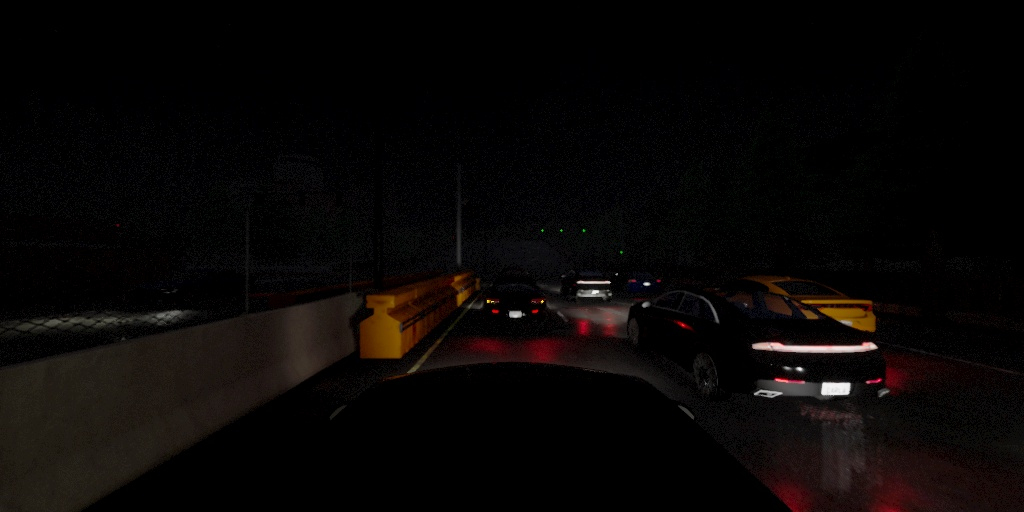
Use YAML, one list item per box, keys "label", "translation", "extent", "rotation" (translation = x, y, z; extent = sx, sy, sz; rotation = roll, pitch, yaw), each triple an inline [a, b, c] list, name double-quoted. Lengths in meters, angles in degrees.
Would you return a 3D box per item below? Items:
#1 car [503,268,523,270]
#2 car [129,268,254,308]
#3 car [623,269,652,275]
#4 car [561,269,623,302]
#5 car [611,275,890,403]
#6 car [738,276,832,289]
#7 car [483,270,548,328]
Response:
- label: "car"
  translation: [0.073, 1.438, 22.394]
  extent: [1.812, 1.442, 4.674]
  rotation: [0, 0, 0]
- label: "car"
  translation: [-14.074, 1.342, 16.159]
  extent: [1.882, 1.535, 5.008]
  rotation: [0, -1, 0]
- label: "car"
  translation: [7.071, 1.463, 20.798]
  extent: [1.994, 1.385, 4.181]
  rotation: [0, -1, 0]
- label: "car"
  translation: [3.584, 1.367, 17.803]
  extent: [2.128, 1.511, 4.902]
  rotation: [0, -1, 0]
- label: "car"
  translation: [3.596, 1.280, 6.418]
  extent: [2.128, 1.511, 4.902]
  rotation: [0, 0, 0]
- label: "car"
  translation: [7.090, 1.293, 10.067]
  extent: [1.882, 1.535, 5.008]
  rotation: [0, 0, 0]
- label: "car"
  translation: [0.084, 1.353, 11.540]
  extent: [1.812, 1.442, 4.674]
  rotation: [0, 0, 0]
